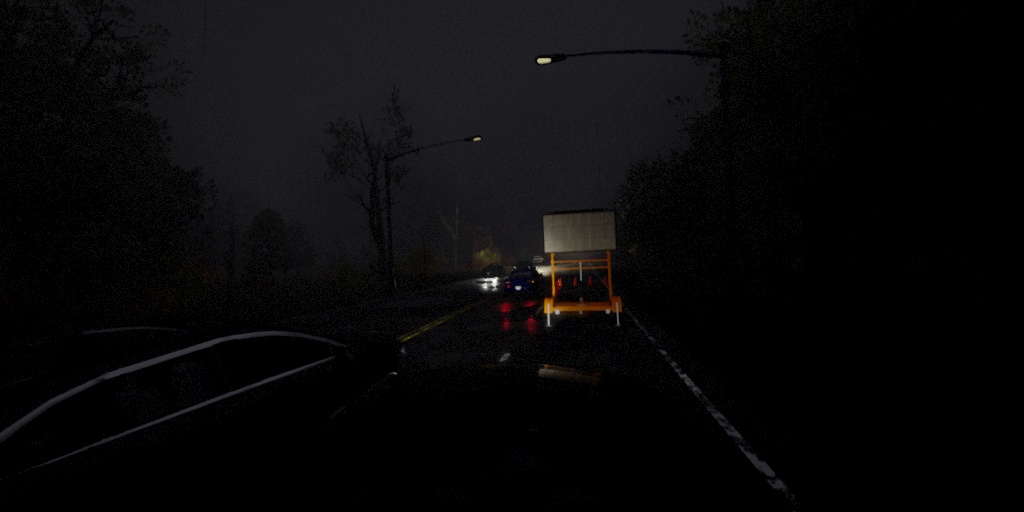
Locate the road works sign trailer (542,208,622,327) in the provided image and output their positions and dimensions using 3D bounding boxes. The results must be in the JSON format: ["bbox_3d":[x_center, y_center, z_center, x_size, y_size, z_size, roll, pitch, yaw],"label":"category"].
[{"bbox_3d":[2.352,0.276,11.903,2.380,3.560,2.880,0,0,11],"label":"road works sign trailer"}]

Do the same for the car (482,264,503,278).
[{"bbox_3d":[-2.099,1.642,41.304,2.128,1.511,4.902,-3,0,11],"label":"car"}]

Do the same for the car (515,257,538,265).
[{"bbox_3d":[1.477,1.351,42.719,2.097,1.767,4.553,-3,0,11],"label":"car"}]

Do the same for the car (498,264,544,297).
[{"bbox_3d":[0.747,1.454,20.591,1.812,1.442,4.674,-3,0,11],"label":"car"}]

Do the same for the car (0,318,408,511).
[{"bbox_3d":[-2.560,1.247,2.821,2.128,1.511,4.902,0,0,10],"label":"car"}]
